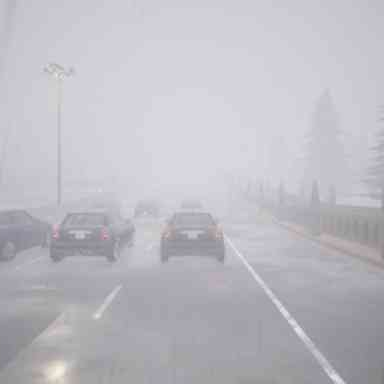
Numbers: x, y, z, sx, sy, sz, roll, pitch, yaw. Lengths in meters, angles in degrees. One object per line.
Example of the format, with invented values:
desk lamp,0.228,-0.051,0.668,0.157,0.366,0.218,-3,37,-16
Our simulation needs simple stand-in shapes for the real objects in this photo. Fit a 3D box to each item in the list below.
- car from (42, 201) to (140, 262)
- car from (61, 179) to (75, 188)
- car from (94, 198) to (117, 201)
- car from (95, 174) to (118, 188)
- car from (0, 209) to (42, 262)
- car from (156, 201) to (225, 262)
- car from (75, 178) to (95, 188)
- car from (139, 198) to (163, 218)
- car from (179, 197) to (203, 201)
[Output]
car,-3.478,1.404,12.494,2.097,1.767,4.553,0,0,0
car,-21.299,-1.535,56.963,1.895,1.301,4.718,0,6,0
car,-7.058,1.215,27.374,1.837,1.490,4.892,0,3,0
car,-14.307,-1.908,56.913,2.150,2.045,5.566,0,6,0
car,-6.978,1.404,12.488,2.097,1.767,4.553,0,0,0
car,0.022,1.404,12.489,2.097,1.767,4.553,0,0,0
car,-17.807,-1.658,56.969,1.882,1.535,5.008,0,6,0
car,-3.559,1.215,27.394,1.837,1.490,4.892,0,3,0
car,-0.054,1.125,28.534,1.882,1.535,5.008,0,4,0
